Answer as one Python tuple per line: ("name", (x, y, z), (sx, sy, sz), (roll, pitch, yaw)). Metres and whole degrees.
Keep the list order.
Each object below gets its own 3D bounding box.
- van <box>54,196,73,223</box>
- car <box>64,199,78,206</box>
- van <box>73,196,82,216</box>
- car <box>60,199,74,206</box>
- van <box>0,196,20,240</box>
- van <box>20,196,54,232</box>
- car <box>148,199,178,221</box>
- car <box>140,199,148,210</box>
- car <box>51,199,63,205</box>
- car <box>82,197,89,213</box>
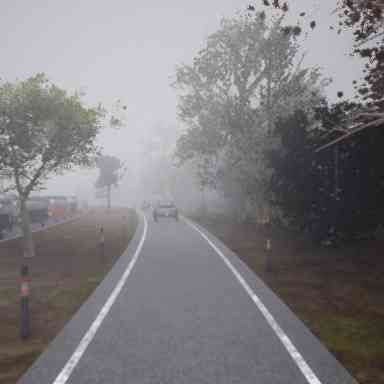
("van", (-10.751, 1.302, 25.327), (1.878, 1.987, 4.442), (1, -1, -8))
("car", (-26.320, 2.264, 72.300), (2.097, 1.535, 5.008), (-1, -1, -27))
("van", (-11.711, 1.350, 30.839), (1.878, 1.987, 4.442), (2, -2, -13))
("car", (-29.351, 2.393, 77.852), (2.231, 1.521, 4.892), (-1, -1, -29))
("van", (-9.396, 1.237, 14.240), (1.878, 1.987, 4.442), (1, -1, -7))
("van", (-9.982, 1.264, 19.789), (1.878, 1.987, 4.442), (1, -1, -8))
("car", (-2.205, 1.440, 26.610), (2.128, 1.511, 4.902), (0, 0, -9))
("car", (-5.535, 1.594, 42.675), (1.895, 1.301, 4.718), (-1, 0, -14))
("car", (-35.709, 2.691, 87.957), (2.002, 1.452, 4.674), (-1, -1, -34))
("car", (-12.879, 1.630, 36.229), (1.946, 1.575, 5.366), (2, -2, -12))
